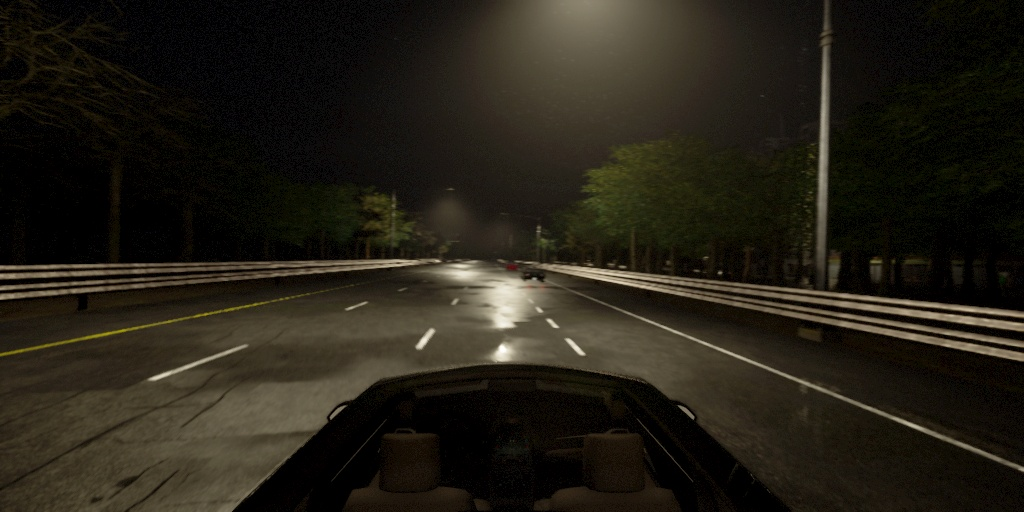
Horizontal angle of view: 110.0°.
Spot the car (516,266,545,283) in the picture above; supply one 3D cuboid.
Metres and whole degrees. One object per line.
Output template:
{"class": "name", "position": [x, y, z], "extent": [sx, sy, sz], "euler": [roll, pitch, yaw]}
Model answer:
{"class": "car", "position": [1.792, 1.667, 32.808], "extent": [1.895, 1.301, 4.718], "euler": [2, 0, -4]}

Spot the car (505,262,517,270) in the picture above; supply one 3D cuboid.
{"class": "car", "position": [-0.110, 1.815, 63.506], "extent": [1.994, 1.385, 4.181], "euler": [2, 0, -3]}
